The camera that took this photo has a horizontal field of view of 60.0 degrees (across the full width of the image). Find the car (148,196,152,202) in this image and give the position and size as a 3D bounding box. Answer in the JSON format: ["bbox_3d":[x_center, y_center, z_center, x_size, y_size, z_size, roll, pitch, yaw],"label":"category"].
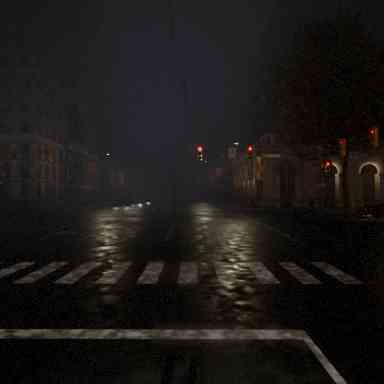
[{"bbox_3d":[-10.171,1.595,74.129,1.895,1.301,4.718,0,0,1],"label":"car"}]

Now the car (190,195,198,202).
[{"bbox_3d":[0.389,1.450,78.626,2.128,1.511,4.902,0,0,1],"label":"car"}]

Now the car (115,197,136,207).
[{"bbox_3d":[-10.445,1.478,51.055,1.882,1.535,5.008,0,0,1],"label":"car"}]

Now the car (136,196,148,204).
[{"bbox_3d":[-10.350,1.601,64.000,1.895,1.301,4.718,0,0,1],"label":"car"}]

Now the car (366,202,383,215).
[{"bbox_3d":[19.563,1.564,32.787,4.181,1.385,1.994,0,0,0],"label":"car"}]

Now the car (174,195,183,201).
[{"bbox_3d":[-3.110,1.449,78.671,2.128,1.511,4.902,0,0,1],"label":"car"}]
